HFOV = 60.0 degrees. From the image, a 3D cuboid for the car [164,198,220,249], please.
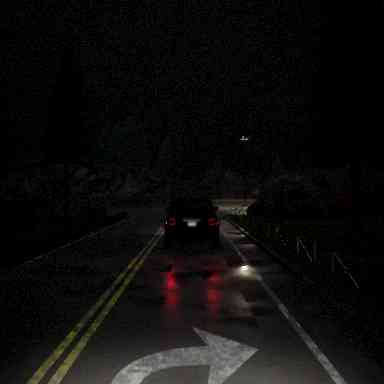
[{"bbox_3d":[0.000,1.255,14.680,2.150,2.045,5.566,0,0,0],"label":"car"}]
